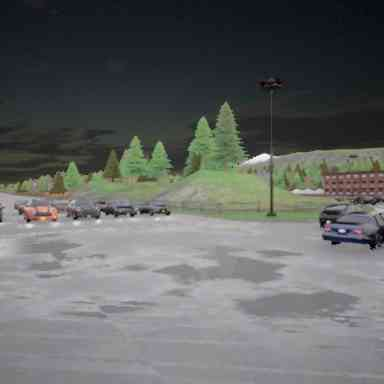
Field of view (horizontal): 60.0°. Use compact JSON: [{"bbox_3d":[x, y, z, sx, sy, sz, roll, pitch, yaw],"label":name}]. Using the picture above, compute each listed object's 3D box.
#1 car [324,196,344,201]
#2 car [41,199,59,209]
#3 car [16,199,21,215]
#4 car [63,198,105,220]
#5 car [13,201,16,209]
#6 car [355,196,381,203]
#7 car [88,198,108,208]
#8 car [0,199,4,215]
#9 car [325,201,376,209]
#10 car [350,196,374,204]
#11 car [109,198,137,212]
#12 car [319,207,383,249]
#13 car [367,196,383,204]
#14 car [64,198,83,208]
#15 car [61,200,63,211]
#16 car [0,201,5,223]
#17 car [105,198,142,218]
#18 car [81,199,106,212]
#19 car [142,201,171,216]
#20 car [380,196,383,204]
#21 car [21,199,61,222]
[{"bbox_3d":[29.304,1.585,68.851,1.882,1.535,5.008,0,0,-16],"label":"car"},{"bbox_3d":[-20.394,1.666,47.702,1.994,1.385,4.181,0,0,-30],"label":"car"},{"bbox_3d":[-17.043,1.640,35.015,1.994,1.385,4.181,0,0,-30],"label":"car"},{"bbox_3d":[-9.513,1.413,29.071,2.097,1.767,4.553,0,0,-30],"label":"car"},{"bbox_3d":[-22.881,1.625,45.004,1.812,1.442,4.674,0,0,-30],"label":"car"},{"bbox_3d":[30.502,1.593,58.591,1.837,1.490,4.892,0,0,-1],"label":"car"},{"bbox_3d":[-14.686,1.707,51.849,1.895,1.301,4.718,0,0,-30],"label":"car"},{"bbox_3d":[-21.083,1.570,34.979,2.128,1.511,4.902,0,0,-30],"label":"car"},{"bbox_3d":[9.986,1.539,21.625,4.892,1.490,1.837,0,0,-44],"label":"car"},{"bbox_3d":[33.536,1.598,65.603,1.994,1.385,4.181,0,0,-12],"label":"car"},{"bbox_3d":[-8.683,1.561,41.535,1.882,1.535,5.008,0,0,-31],"label":"car"},{"bbox_3d":[7.741,1.570,14.690,5.357,1.411,2.033,0,0,-42],"label":"car"},{"bbox_3d":[37.072,1.533,65.614,1.837,1.490,4.892,0,0,-8],"label":"car"},{"bbox_3d":[-18.144,1.670,50.809,1.994,1.385,4.181,0,0,-30],"label":"car"},{"bbox_3d":[-14.454,1.605,37.505,1.812,1.442,4.674,0,0,-30],"label":"car"},{"bbox_3d":[-15.846,1.551,26.029,2.128,1.511,4.902,0,0,-30],"label":"car"},{"bbox_3d":[-6.941,1.611,31.607,2.033,1.411,5.357,0,0,-30],"label":"car"},{"bbox_3d":[-11.971,1.647,40.217,1.994,1.385,4.181,0,0,-30],"label":"car"},{"bbox_3d":[-3.690,1.628,32.989,1.994,1.385,4.181,0,0,-30],"label":"car"},{"bbox_3d":[33.822,1.585,55.261,1.837,1.490,4.892,0,0,6],"label":"car"},{"bbox_3d":[-12.181,1.410,26.699,2.097,1.767,4.553,0,0,-30],"label":"car"}]
